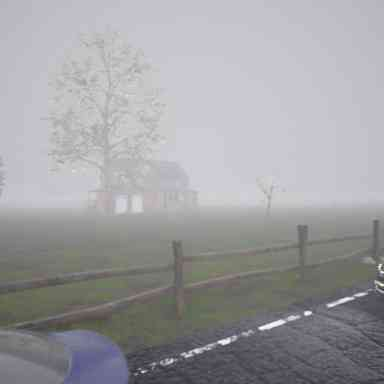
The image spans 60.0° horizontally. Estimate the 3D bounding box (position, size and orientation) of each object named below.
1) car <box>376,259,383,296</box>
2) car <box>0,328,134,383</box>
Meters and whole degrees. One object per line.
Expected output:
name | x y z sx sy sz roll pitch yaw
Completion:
car | 5.916 1.500 7.299 4.892 1.490 1.837 0 0 -36
car | -2.411 1.529 1.343 4.674 1.442 1.812 0 0 -35
